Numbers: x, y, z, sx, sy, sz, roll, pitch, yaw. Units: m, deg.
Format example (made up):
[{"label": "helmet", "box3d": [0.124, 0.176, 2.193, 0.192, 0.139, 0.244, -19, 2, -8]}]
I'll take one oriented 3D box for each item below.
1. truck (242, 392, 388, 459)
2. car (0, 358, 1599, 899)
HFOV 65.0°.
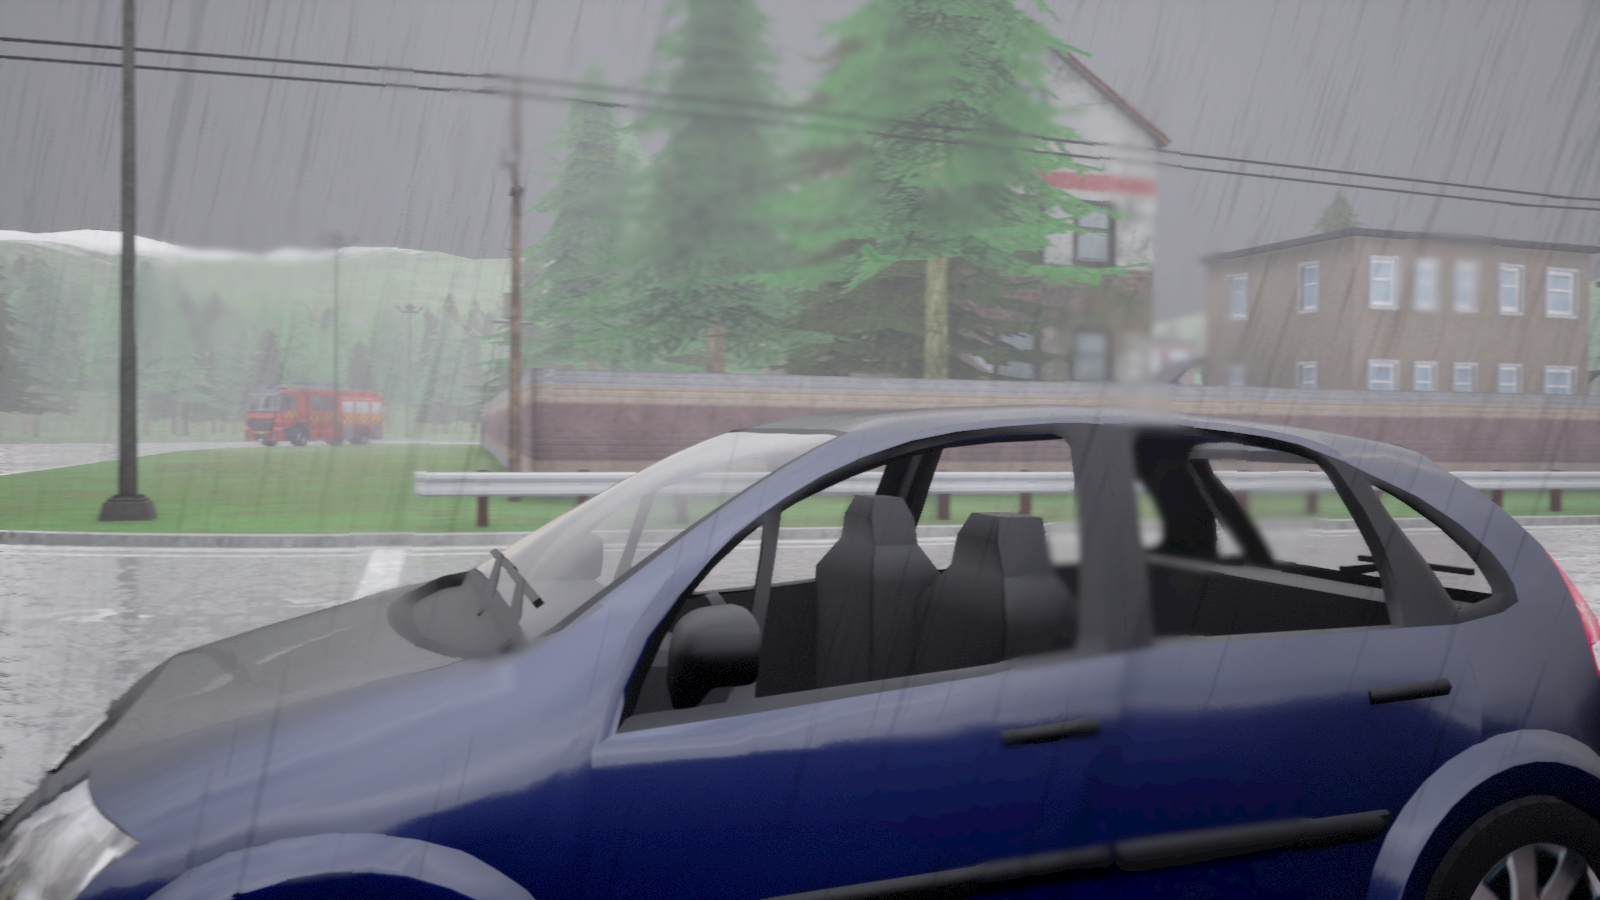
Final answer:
[{"label": "truck", "box3d": [-29.035, -1.462, 75.691, 2.891, 3.827, 8.468, 0, 1, 25]}, {"label": "car", "box3d": [0.168, 0.633, 3.303, 3.988, 1.617, 1.851, -1, 1, -19]}]
